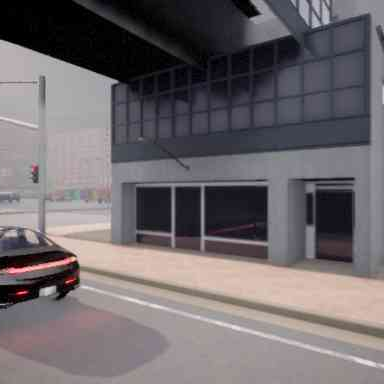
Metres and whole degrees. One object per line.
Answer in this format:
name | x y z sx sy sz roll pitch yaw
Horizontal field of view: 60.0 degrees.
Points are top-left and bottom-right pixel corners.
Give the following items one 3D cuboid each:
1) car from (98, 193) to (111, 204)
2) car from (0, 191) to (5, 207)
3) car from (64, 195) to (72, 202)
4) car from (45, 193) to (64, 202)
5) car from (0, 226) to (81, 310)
car | -14.611 1.114 58.092 3.866 1.878 1.905 0 0 35
car | -25.927 1.113 42.060 3.866 1.878 1.905 0 0 35
car | -27.190 1.305 70.532 3.905 1.438 1.784 0 0 35
car | -28.917 1.094 68.206 4.605 1.855 1.932 0 0 35
car | -4.426 1.484 7.121 4.902 1.511 2.128 0 0 36
